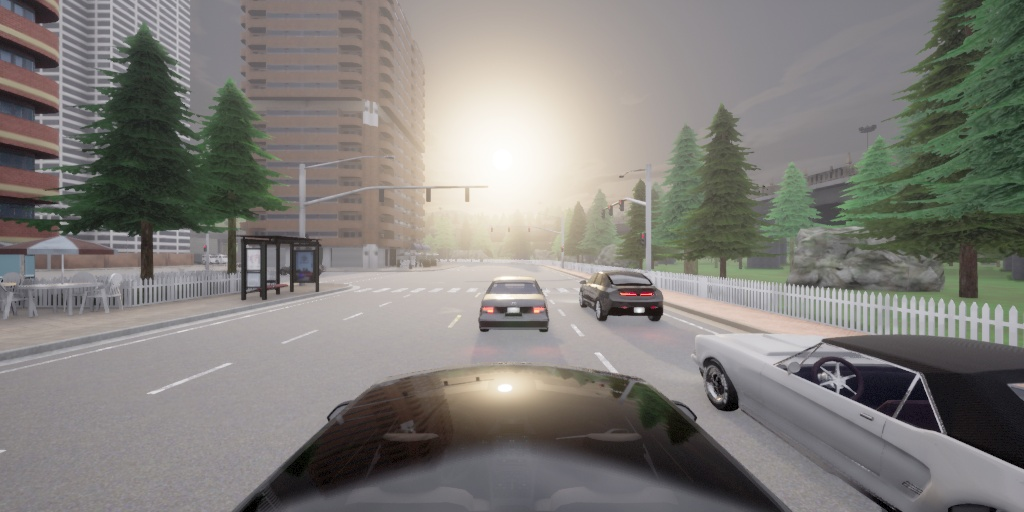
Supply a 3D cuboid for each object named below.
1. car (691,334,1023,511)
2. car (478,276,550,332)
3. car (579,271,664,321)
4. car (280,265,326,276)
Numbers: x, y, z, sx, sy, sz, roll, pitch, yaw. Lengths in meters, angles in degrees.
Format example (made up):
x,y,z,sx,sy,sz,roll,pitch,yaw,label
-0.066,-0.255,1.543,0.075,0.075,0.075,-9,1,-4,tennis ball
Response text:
x,y,z,sx,sy,sz,roll,pitch,yaw,label
3.514,1.351,3.133,1.895,1.301,4.718,0,0,1,car
0.077,1.297,10.807,2.033,1.411,5.357,0,0,1,car
3.564,1.255,12.396,1.837,1.490,4.892,0,0,1,car
-22.125,1.331,37.781,4.674,1.442,1.812,0,0,0,car
